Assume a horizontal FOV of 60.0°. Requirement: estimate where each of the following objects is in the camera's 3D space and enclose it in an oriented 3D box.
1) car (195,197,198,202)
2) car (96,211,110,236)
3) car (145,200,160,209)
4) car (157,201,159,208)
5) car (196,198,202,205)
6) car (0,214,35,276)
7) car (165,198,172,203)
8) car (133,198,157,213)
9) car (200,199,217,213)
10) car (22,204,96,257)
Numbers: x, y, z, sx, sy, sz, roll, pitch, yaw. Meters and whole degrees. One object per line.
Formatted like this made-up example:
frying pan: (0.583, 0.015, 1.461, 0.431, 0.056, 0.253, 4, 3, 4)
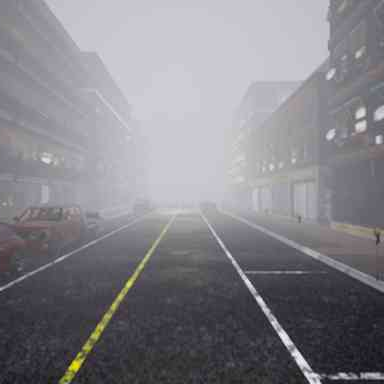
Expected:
car: (1.884, 2.132, 75.676, 2.008, 1.369, 4.403, 0, 0, -1)
car: (-5.887, 1.747, 19.232, 1.802, 1.307, 4.206, 0, 0, -1)
car: (-6.252, 1.971, 53.048, 1.887, 1.381, 4.507, 0, 0, -1)
car: (-6.191, 1.823, 47.412, 1.967, 1.590, 4.097, 0, 0, -1)
car: (2.128, 1.954, 53.134, 1.887, 1.381, 4.507, 0, 0, -1)
car: (-5.765, 1.516, 7.961, 1.967, 1.590, 4.097, 0, 0, -1)
car: (-6.679, 2.277, 92.497, 2.008, 1.369, 4.403, 0, 0, -1)
car: (-6.130, 1.654, 41.778, 2.192, 1.841, 5.009, 0, 0, -1)
car: (2.248, 1.849, 42.033, 1.752, 1.417, 4.829, 0, 0, -1)
car: (-5.825, 1.435, 13.598, 2.192, 1.841, 5.009, 0, 0, -1)
